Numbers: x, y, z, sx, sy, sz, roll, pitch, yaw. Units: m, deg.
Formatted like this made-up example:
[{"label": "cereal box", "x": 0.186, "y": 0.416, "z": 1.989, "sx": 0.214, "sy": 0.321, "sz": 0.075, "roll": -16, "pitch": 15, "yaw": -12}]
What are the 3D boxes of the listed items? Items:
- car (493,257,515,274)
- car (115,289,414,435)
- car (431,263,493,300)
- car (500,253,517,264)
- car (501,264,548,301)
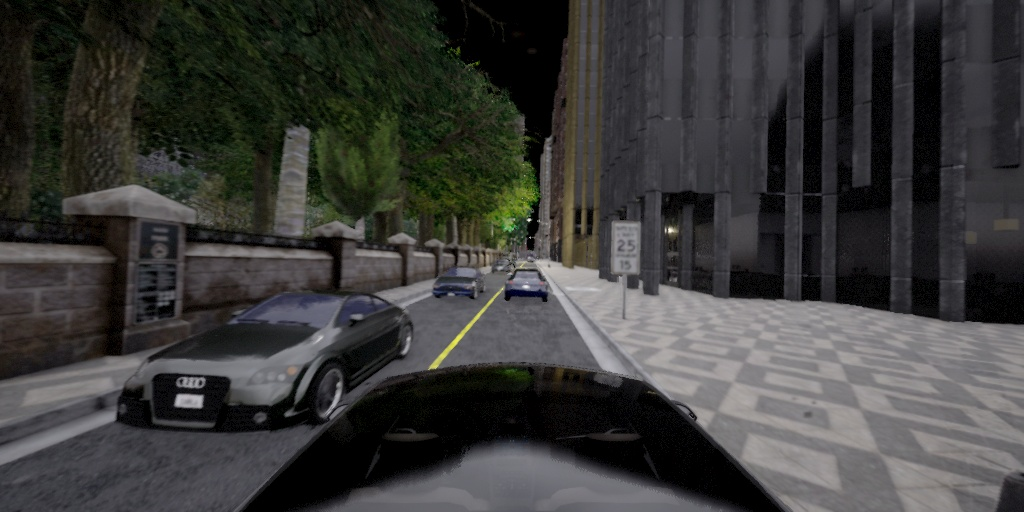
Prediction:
[{"label": "car", "x": -1.143, "y": 1.139, "z": 39.311, "sx": 2.128, "sy": 1.511, "sz": 4.902, "roll": 2, "pitch": 0, "yaw": 3}, {"label": "car", "x": -3.015, "y": 1.226, "z": 5.475, "sx": 1.994, "sy": 1.385, "sz": 4.181, "roll": 2, "pitch": 0, "yaw": 3}, {"label": "car", "x": -2.382, "y": 1.208, "z": 17.571, "sx": 2.033, "sy": 1.411, "sz": 5.357, "roll": 2, "pitch": 0, "yaw": 3}, {"label": "car", "x": -0.451, "y": 0.570, "z": 51.980, "sx": 2.150, "sy": 2.045, "sz": 5.566, "roll": 2, "pitch": 0, "yaw": 3}, {"label": "car", "x": 0.721, "y": 1.316, "z": 17.590, "sx": 1.994, "sy": 1.385, "sz": 4.181, "roll": 2, "pitch": 0, "yaw": 3}]
